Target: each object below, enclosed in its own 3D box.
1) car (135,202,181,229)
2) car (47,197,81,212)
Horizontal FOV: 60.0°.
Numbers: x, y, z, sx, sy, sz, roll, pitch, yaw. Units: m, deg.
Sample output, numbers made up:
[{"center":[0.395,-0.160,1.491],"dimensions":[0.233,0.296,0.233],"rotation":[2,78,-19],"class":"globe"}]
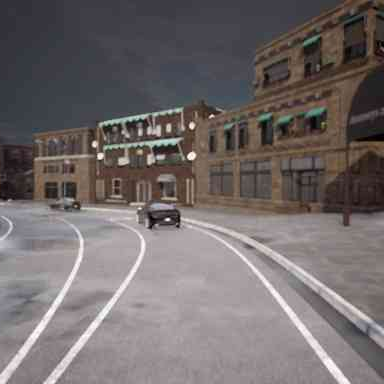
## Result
[{"center":[-2.220,1.366,20.808],"dimensions":[1.882,1.535,5.008],"rotation":[0,1,-21],"class":"car"},{"center":[-13.521,1.288,35.169],"dimensions":[4.674,1.442,1.812],"rotation":[0,1,40],"class":"car"}]
